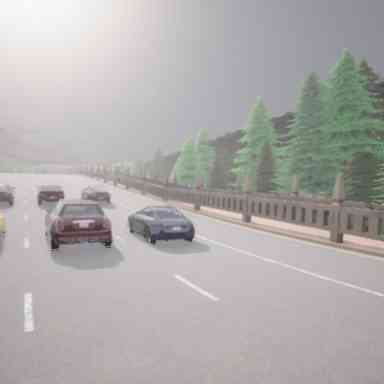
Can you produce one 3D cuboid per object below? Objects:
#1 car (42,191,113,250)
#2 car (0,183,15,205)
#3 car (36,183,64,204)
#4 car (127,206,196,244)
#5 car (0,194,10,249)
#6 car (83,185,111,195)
[{"bbox_3d":[-4.663,1.062,13.382,2.097,1.767,4.553,0,3,-26],"label":"car"},{"bbox_3d":[-14.336,0.077,24.852,1.812,1.442,4.674,0,5,-26],"label":"car"},{"bbox_3d":[-11.411,0.006,26.836,1.882,1.535,5.008,0,5,-26],"label":"car"},{"bbox_3d":[-1.484,1.302,14.845,1.994,1.385,4.181,0,3,-26],"label":"car"},{"bbox_3d":[-8.122,1.130,12.483,1.882,1.535,5.008,0,3,-26],"label":"car"},{"bbox_3d":[-8.090,0.114,28.014,1.812,1.442,4.674,0,5,-26],"label":"car"}]
